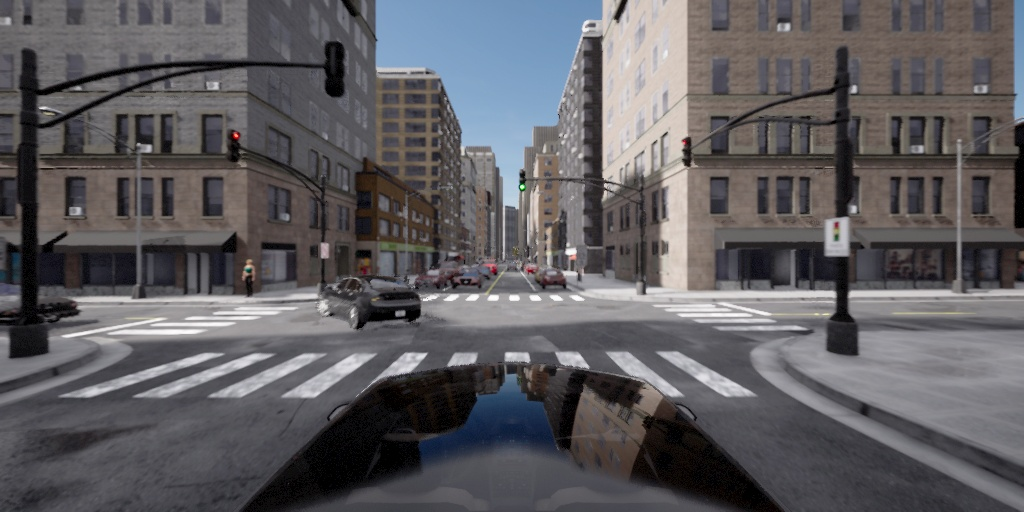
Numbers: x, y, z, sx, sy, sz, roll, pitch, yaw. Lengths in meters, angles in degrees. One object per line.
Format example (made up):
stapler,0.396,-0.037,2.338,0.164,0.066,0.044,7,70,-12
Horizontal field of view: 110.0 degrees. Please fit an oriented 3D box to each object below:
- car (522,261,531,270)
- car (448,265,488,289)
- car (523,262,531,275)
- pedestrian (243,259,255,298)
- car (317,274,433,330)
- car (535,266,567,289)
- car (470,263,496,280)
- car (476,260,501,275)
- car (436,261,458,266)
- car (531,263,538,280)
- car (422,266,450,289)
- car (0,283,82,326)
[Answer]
car,2.881,1.770,53.400,1.967,1.591,4.097,0,0,0
car,-3.088,1.577,25.981,1.994,1.385,4.181,0,-1,0
car,2.878,1.809,47.838,1.888,1.381,4.507,0,0,0
pedestrian,-12.538,1.060,17.103,0.375,1.860,0.375,0,0,0
car,-4.826,1.389,11.939,1.837,1.490,4.892,3,-2,-43
car,2.868,1.589,25.586,1.802,1.307,4.207,0,0,0
car,-3.076,1.678,36.408,2.033,1.411,5.357,0,-1,0
car,-3.018,1.475,46.881,2.150,2.045,5.566,0,-1,0
car,-5.655,1.385,31.127,2.192,1.841,5.009,0,0,0
car,2.870,1.595,31.319,1.751,1.417,4.829,0,0,0
car,-5.658,1.590,25.563,1.802,1.307,4.207,0,0,0
car,-16.643,1.495,10.853,5.357,1.411,2.033,0,0,0
